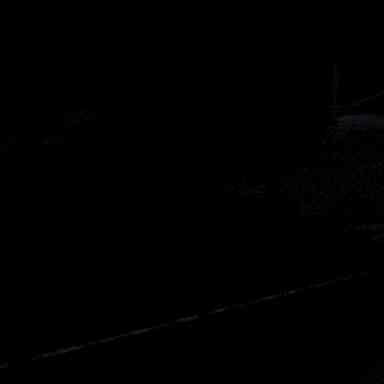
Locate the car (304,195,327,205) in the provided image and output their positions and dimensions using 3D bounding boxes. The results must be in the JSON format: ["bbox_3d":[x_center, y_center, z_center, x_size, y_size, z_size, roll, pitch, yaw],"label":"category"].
[{"bbox_3d":[25.412,1.648,69.465,1.905,1.878,3.866,1,0,-36],"label":"car"}]

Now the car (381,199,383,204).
[{"bbox_3d":[33.188,1.837,52.760,2.007,1.523,4.514,1,0,-36],"label":"car"}]

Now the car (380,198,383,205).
[{"bbox_3d":[44.597,2.128,74.509,1.970,1.475,3.806,1,0,-36],"label":"car"}]

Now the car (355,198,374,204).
[{"bbox_3d":[42.667,2.145,82.269,1.845,1.501,3.633,1,0,-36],"label":"car"}]

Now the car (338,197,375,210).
[{"bbox_3d":[22.676,1.520,46.043,1.932,1.855,4.605,1,0,-36],"label":"car"}]

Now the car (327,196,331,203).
[{"bbox_3d":[27.525,1.696,71.500,1.932,1.855,4.605,1,0,-36],"label":"car"}]
